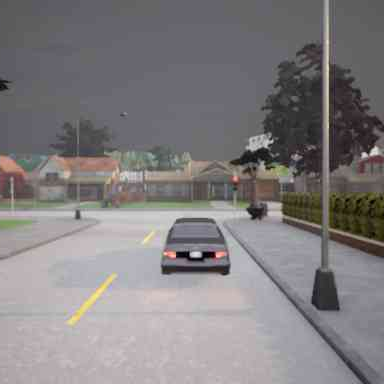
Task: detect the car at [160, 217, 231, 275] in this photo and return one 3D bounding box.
[{"bbox_3d":[0.097,1.485,10.225,2.033,1.411,5.357,0,0,0],"label":"car"}]
